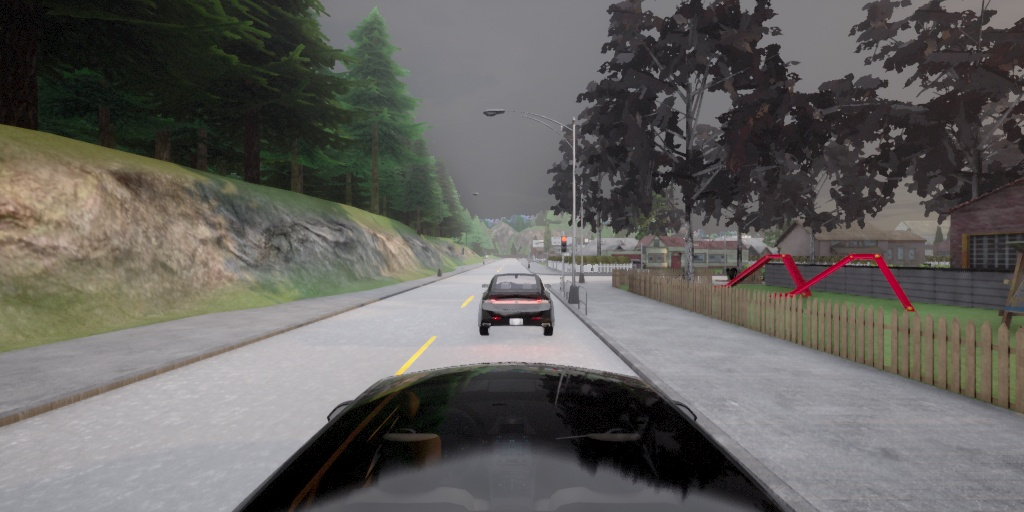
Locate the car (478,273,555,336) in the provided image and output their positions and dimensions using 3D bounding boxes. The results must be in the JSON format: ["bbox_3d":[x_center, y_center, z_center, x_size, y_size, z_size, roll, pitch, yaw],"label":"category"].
[{"bbox_3d":[0.125,1.242,10.364,2.128,1.511,4.902,0,0,1],"label":"car"}]
